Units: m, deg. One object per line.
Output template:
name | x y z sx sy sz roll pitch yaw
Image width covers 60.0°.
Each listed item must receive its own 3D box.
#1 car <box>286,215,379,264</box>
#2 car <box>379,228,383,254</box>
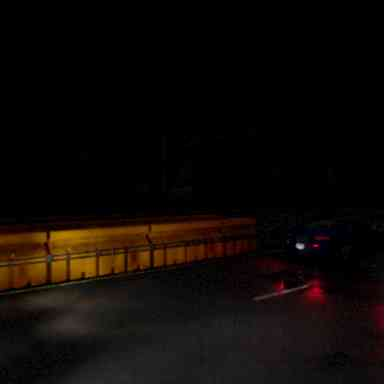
car | 5.282 1.535 11.816 4.674 1.442 1.812 0 0 -36
car | 7.090 1.535 8.806 4.674 1.442 1.812 0 0 -35
